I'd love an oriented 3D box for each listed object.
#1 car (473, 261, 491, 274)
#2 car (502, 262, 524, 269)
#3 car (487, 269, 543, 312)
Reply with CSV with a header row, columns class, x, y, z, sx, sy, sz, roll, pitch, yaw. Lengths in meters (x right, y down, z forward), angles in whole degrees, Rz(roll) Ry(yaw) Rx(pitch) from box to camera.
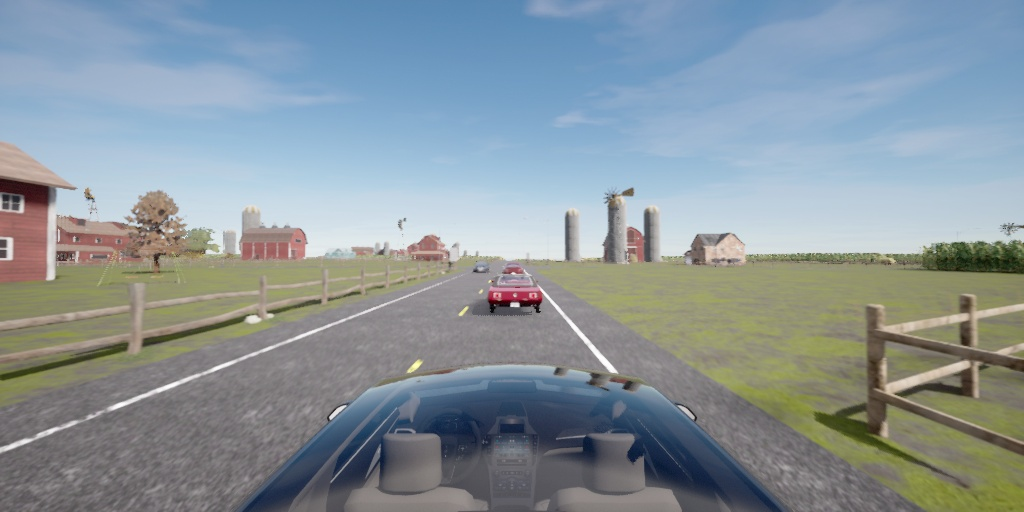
class,x,y,z,sx,sy,sz,roll,pitch,yaw
car,-3.563,1.316,42.895,1.812,1.442,4.674,0,0,0
car,0.107,1.301,32.266,1.812,1.442,4.674,0,0,0
car,0.102,1.356,14.292,1.895,1.301,4.718,0,0,0
